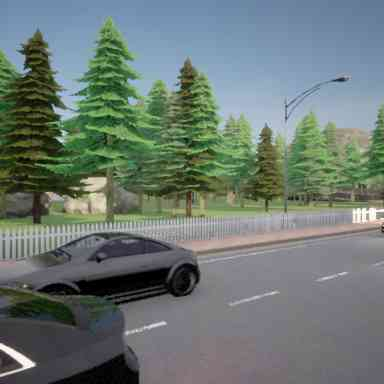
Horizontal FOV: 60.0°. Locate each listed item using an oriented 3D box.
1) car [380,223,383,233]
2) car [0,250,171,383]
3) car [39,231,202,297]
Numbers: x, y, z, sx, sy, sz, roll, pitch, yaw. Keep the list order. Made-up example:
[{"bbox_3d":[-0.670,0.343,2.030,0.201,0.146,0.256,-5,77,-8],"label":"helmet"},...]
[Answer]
[{"bbox_3d":[11.796,1.548,17.073,5.357,1.411,2.033,0,0,-36],"label":"car"},{"bbox_3d":[-2.706,1.505,1.996,4.892,1.490,1.837,0,0,-37],"label":"car"},{"bbox_3d":[-1.841,1.563,6.998,4.181,1.385,1.994,0,0,-37],"label":"car"}]
